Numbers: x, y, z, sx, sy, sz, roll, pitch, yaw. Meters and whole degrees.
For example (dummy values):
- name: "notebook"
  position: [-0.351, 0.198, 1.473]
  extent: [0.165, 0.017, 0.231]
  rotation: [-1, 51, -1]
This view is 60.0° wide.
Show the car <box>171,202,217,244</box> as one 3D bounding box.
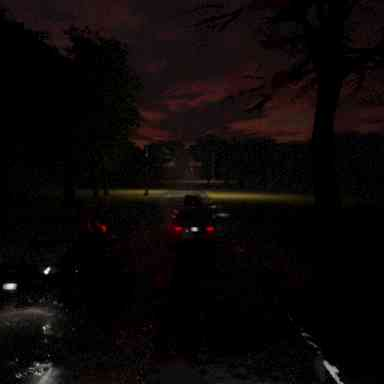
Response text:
- name: "car"
  position: [0.088, 1.376, 14.684]
  extent: [2.033, 1.411, 5.357]
  rotation: [0, 1, 0]

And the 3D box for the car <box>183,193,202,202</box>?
- name: "car"
  position: [0.092, 0.842, 37.145]
  extent: [2.128, 1.511, 4.902]
  rotation: [0, 2, 0]

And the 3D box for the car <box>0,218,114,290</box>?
- name: "car"
  position: [-3.574, 1.452, 9.219]
  extent: [2.033, 1.411, 5.357]
  rotation: [0, 1, 0]
